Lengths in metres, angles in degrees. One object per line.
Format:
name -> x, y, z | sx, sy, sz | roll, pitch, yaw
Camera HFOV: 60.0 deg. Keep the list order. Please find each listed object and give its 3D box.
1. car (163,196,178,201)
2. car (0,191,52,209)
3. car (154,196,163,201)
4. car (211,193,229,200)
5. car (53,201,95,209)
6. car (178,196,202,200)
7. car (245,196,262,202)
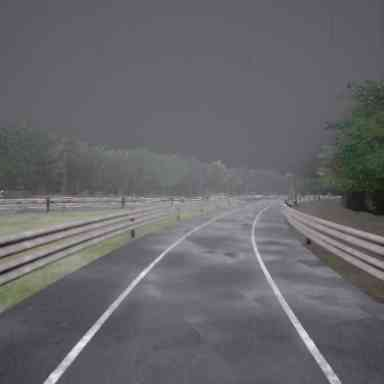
car -> -2.779, 1.542, 66.245 | 2.033, 1.411, 5.357 | 1, 0, 33
car -> -20.024, 0.903, 39.395 | 2.150, 2.045, 5.566 | 1, 0, 33
car -> -5.721, 1.463, 68.139 | 2.128, 1.511, 4.902 | 1, 0, 33
car -> 7.659, 1.406, 82.492 | 2.150, 2.045, 5.566 | 1, 0, 33
car -> -14.386, 1.364, 41.700 | 1.895, 1.301, 4.718 | 1, 0, 33
car -> 0.185, 1.569, 64.391 | 2.033, 1.411, 5.357 | 1, 0, 33
car -> 15.979, 1.842, 88.973 | 2.033, 1.411, 5.357 | 1, 0, 33
